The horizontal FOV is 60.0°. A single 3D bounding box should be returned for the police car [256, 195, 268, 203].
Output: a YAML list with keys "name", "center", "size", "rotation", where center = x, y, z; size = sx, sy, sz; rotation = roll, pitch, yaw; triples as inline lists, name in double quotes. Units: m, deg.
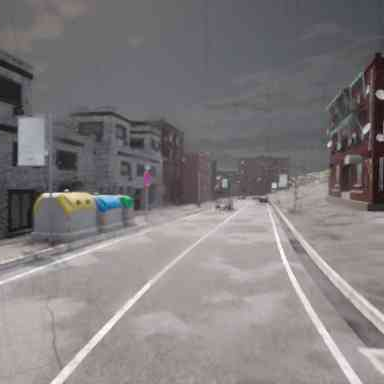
- name: "police car"
  center: [15.157, 1.519, 70.379]
  size: [1.930, 1.638, 5.238]
  rotation: [1, 0, 12]

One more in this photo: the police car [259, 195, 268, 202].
- name: "police car"
  center: [17.271, 1.539, 80.158]
  size: [1.930, 1.638, 5.238]
  rotation: [1, 0, 12]

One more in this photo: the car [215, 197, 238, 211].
- name: "car"
  center: [3.989, 1.482, 40.662]
  size: [2.128, 1.511, 4.902]
  rotation: [1, 0, 12]
